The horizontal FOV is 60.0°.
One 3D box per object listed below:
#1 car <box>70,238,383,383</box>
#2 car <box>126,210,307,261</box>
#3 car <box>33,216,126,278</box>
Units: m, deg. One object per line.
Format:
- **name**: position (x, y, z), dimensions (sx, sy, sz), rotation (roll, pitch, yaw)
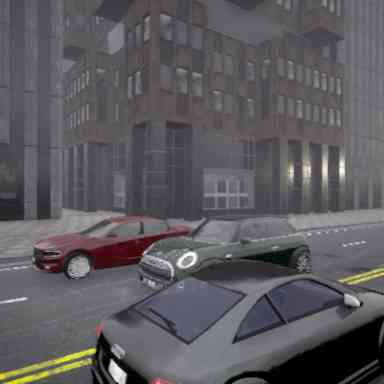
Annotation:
- **car**: position (0.950, 1.582, 4.143), dimensions (4.181, 1.385, 1.994), rotation (0, 0, -36)
- **car**: position (0.954, 1.384, 8.426), dimensions (4.553, 1.767, 2.097), rotation (0, 0, -36)
- **car**: position (-2.130, 1.502, 10.195), dimensions (5.008, 1.535, 1.882), rotation (0, 0, -36)
